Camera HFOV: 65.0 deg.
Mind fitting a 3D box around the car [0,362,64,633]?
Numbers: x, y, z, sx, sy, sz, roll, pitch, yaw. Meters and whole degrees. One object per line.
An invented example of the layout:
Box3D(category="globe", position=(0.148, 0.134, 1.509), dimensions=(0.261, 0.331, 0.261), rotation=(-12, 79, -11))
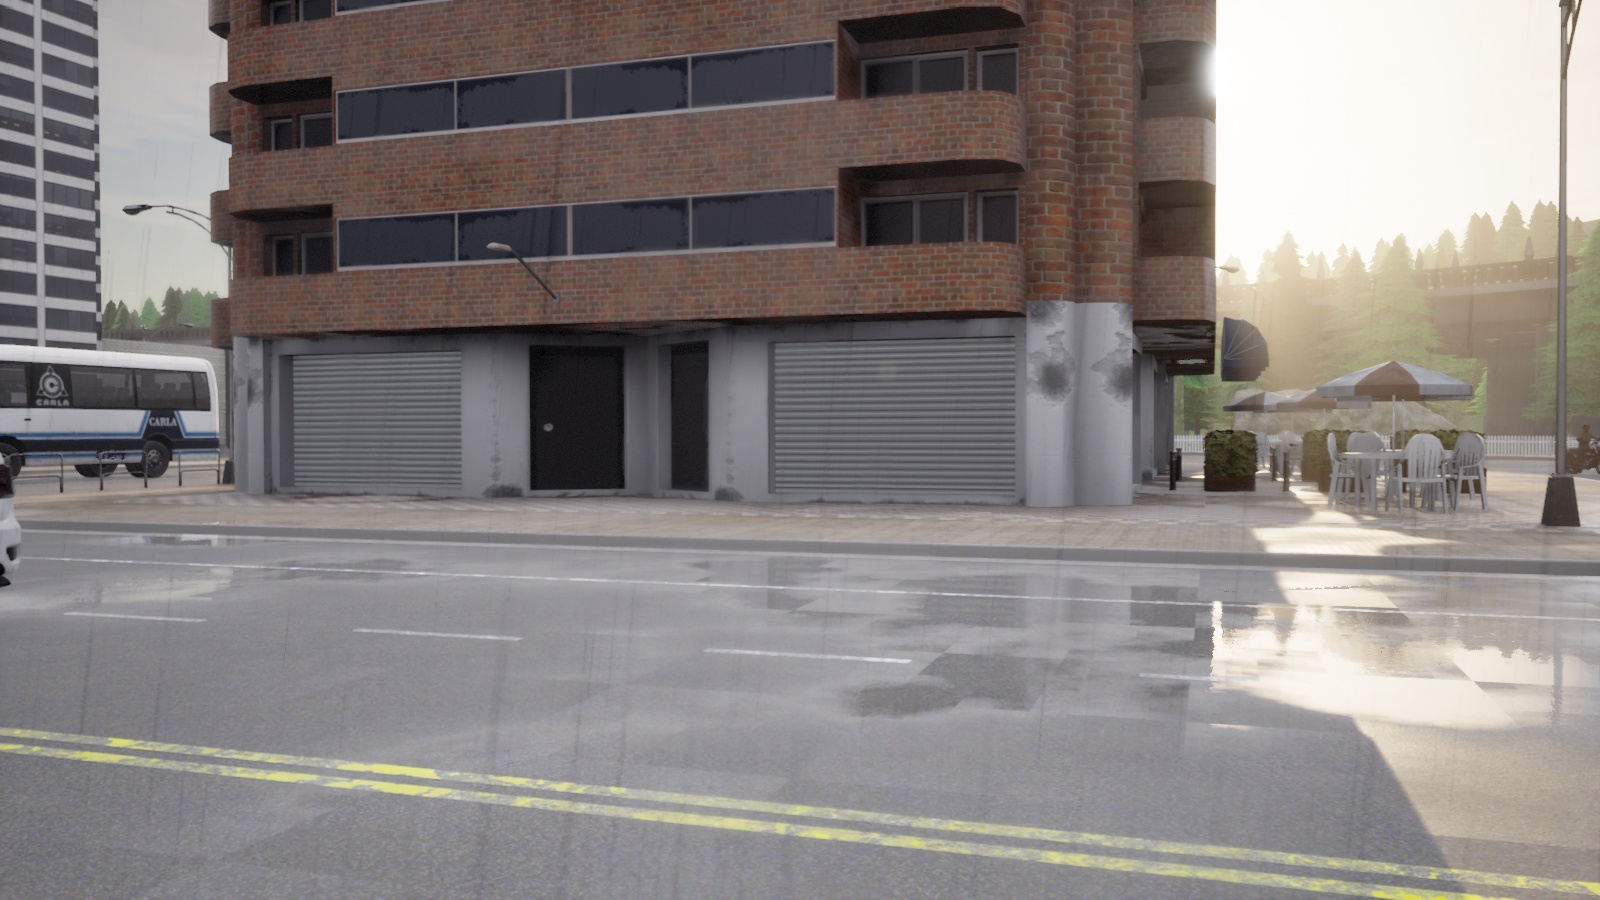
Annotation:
Box3D(category="car", position=(-8.837, 0.340, 9.854), dimensions=(5.566, 2.045, 2.150), rotation=(1, 1, 19))

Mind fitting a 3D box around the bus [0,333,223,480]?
Box3D(category="bus", position=(-23.951, -1.328, 40.294), dimensions=(3.944, 4.253, 10.273), rotation=(1, 1, 18))

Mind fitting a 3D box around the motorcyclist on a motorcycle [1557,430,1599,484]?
Box3D(category="motorcyclist on a motorcycle", position=(24.715, 0.199, 39.213), dimensions=(0.766, 1.649, 2.350), rotation=(0, 1, 2))
